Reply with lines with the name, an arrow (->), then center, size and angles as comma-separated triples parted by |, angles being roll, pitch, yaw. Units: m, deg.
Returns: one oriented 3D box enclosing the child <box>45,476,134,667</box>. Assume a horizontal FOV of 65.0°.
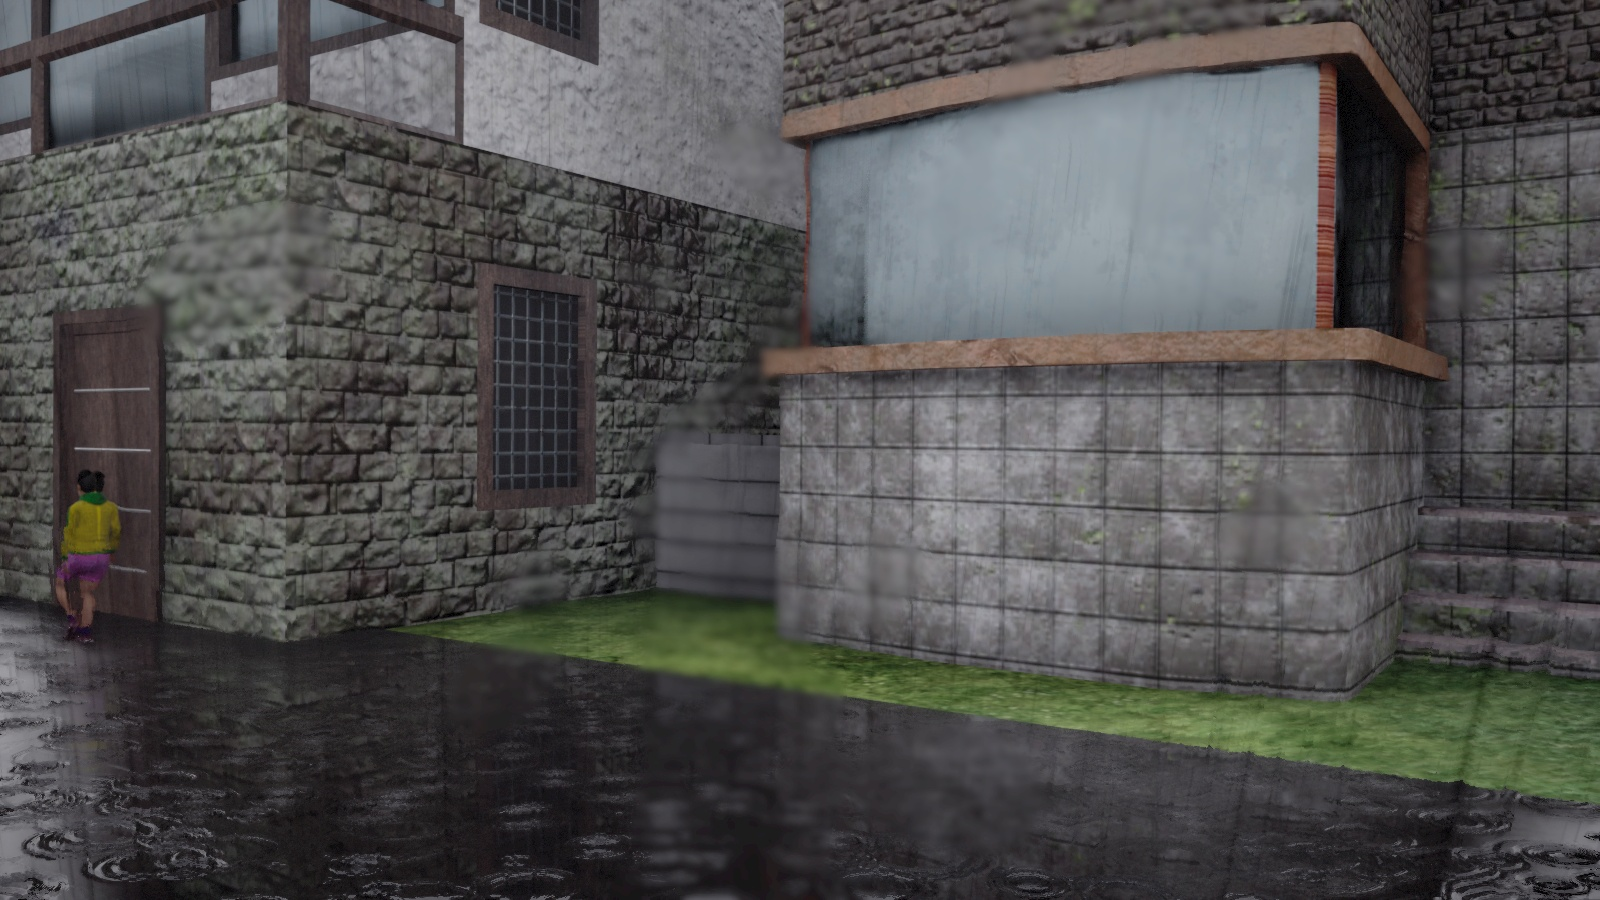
child -> -4.516, 0.753, 7.981 | 0.473, 1.160, 0.299 | 0, 1, 34
